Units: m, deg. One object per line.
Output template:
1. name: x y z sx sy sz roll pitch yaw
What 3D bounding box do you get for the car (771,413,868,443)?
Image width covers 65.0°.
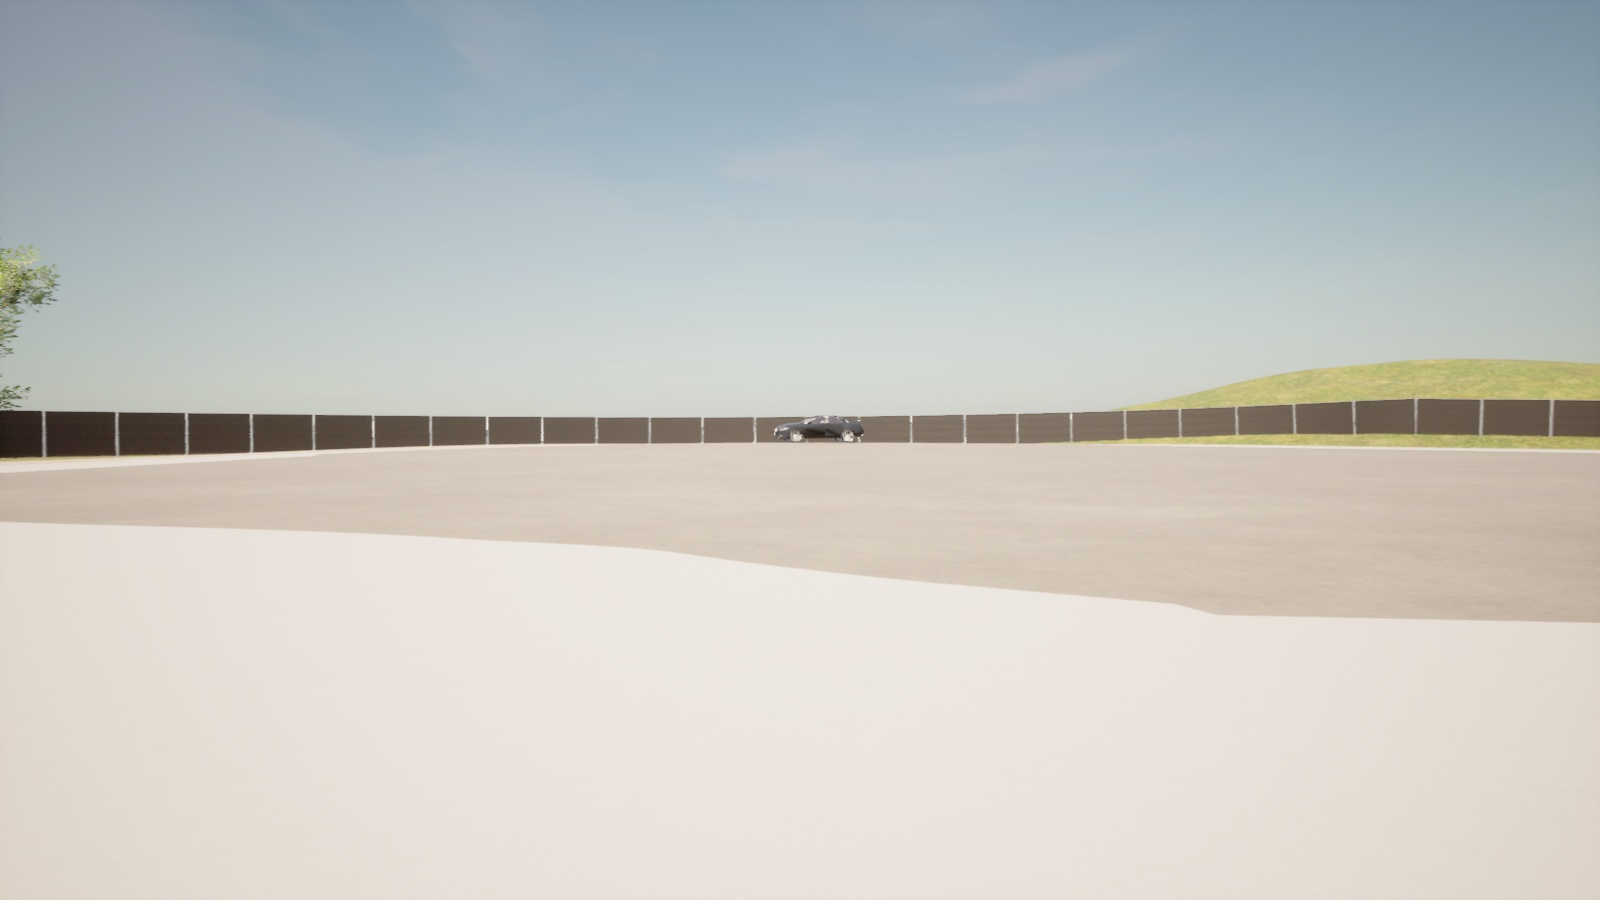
1. car: 1.060 -1.178 68.050 4.902 1.511 2.128 0 1 -12
